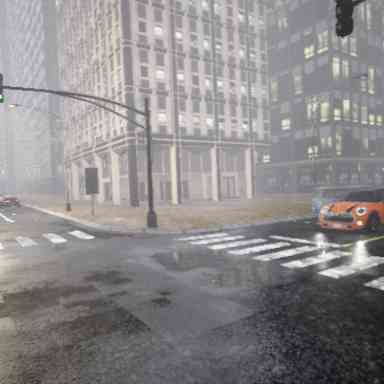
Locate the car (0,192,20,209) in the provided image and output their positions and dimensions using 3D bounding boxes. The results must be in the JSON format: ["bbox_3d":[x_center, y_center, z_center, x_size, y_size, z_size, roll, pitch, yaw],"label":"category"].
[{"bbox_3d":[-17.884,0.917,32.496,1.802,1.307,4.206,-2,2,-34],"label":"car"}]

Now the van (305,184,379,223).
[{"bbox_3d":[8.086,0.533,17.837,3.998,1.788,1.690,-3,1,-34],"label":"van"}]

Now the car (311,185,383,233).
[{"bbox_3d":[7.468,0.639,14.269,4.553,1.767,2.097,-3,1,-35],"label":"car"}]
